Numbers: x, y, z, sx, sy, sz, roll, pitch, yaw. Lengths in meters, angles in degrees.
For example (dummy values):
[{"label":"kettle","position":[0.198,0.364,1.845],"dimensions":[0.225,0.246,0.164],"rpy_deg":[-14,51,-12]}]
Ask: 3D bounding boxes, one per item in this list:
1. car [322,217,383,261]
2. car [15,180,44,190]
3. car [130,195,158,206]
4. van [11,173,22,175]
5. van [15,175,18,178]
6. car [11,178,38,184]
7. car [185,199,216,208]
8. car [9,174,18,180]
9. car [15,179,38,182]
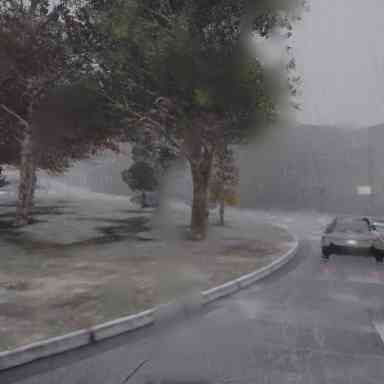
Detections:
[{"label":"car","position":[6.131,1.637,12.789],"dimensions":[1.994,1.385,4.181],"rpy_deg":[0,0,25]},{"label":"car","position":[-33.169,-1.206,68.992],"dimensions":[2.231,1.521,4.892],"rpy_deg":[6,5,39]},{"label":"car","position":[-6.121,1.034,44.131],"dimensions":[4.181,1.385,1.994],"rpy_deg":[3,1,27]},{"label":"van","position":[-42.688,-3.017,84.432],"dimensions":[1.878,1.987,4.442],"rpy_deg":[7,5,39]},{"label":"van","position":[-37.812,-2.228,76.845],"dimensions":[1.878,1.987,4.442],"rpy_deg":[6,5,39]},{"label":"car","position":[-36.432,-1.736,74.030],"dimensions":[1.946,1.575,5.366],"rpy_deg":[7,5,39]},{"label":"car","position":[1.149,1.339,43.263],"dimensions":[4.181,1.385,1.994],"rpy_deg":[3,2,41]},{"label":"car","position":[-39.473,-2.515,79.316],"dimensions":[2.435,2.045,5.566],"rpy_deg":[7,5,39]},{"label":"car","position":[-34.739,-1.432,71.588],"dimensions":[2.002,1.452,4.674],"rpy_deg":[7,5,39]}]
